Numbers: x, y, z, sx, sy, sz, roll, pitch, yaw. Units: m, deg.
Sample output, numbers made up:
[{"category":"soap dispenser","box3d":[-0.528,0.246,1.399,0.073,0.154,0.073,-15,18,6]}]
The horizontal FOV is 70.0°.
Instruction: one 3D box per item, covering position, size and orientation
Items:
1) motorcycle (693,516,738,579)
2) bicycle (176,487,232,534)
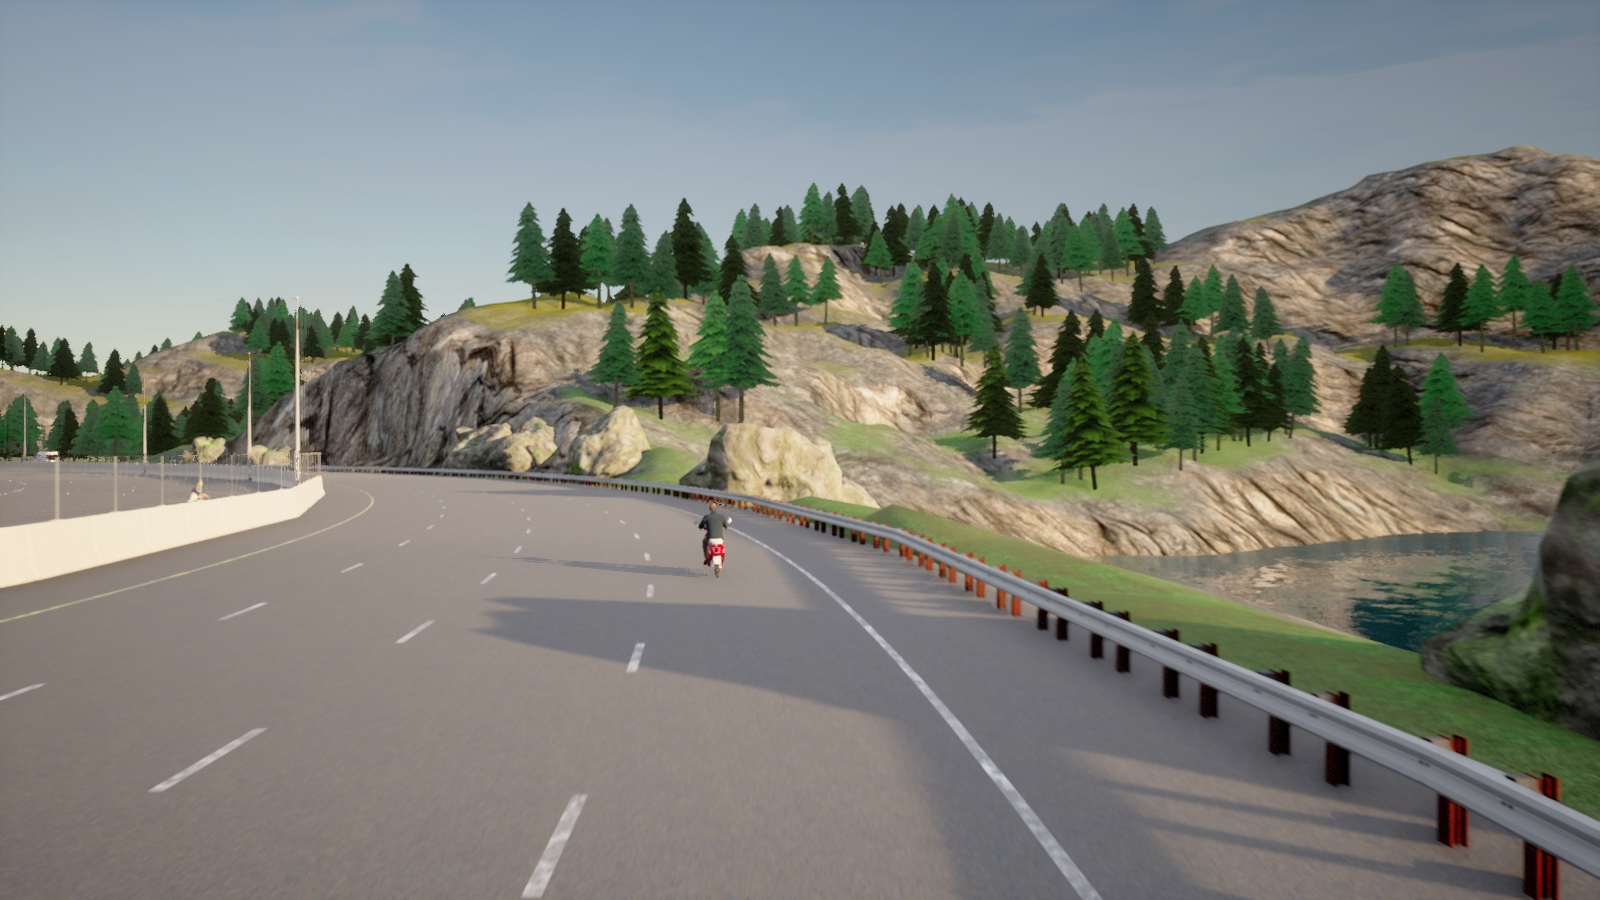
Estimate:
[{"category":"motorcycle","box3d":[-1.923,2.174,25.748,0.856,1.236,1.805,-1,0,-8]},{"category":"bicycle","box3d":[-20.385,2.058,39.103,1.643,1.514,0.373,-2,-4,-9]}]
